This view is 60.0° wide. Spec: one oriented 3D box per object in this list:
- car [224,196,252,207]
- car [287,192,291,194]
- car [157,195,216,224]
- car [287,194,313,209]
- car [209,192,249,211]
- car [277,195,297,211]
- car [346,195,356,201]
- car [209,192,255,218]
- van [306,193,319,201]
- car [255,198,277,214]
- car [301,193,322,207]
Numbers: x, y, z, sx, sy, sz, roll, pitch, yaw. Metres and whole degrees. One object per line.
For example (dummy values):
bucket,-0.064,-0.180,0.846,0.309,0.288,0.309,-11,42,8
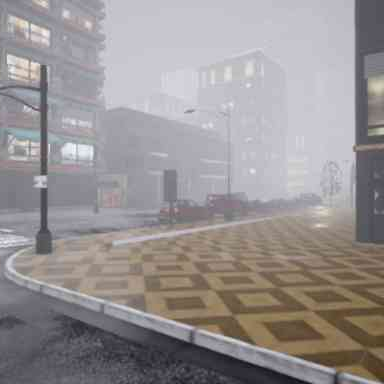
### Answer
car,6.358,1.274,45.392,1.752,1.417,4.829,0,0,36
car,19.622,1.224,63.409,1.752,1.417,4.829,0,0,36
car,-0.458,1.216,22.841,1.967,1.590,4.097,0,0,36
car,12.805,1.279,40.858,2.008,1.369,4.403,0,0,36
car,4.429,0.978,38.608,2.150,2.045,5.566,0,0,36
car,9.489,1.285,36.353,1.887,1.381,4.507,0,0,36
car,32.700,1.196,67.882,1.887,1.381,4.507,0,0,36
car,2.857,1.079,27.345,2.192,1.841,5.009,0,0,36
van,26.354,1.014,72.554,1.690,1.788,3.998,0,0,36
car,6.174,1.334,31.849,1.802,1.307,4.206,0,0,36
car,16.121,1.030,45.361,2.192,1.841,5.009,0,0,36
